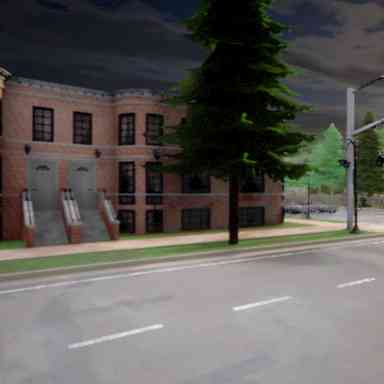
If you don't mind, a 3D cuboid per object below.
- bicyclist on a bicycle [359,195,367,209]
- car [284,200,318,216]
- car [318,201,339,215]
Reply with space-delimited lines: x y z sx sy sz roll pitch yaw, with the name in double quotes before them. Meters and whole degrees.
"bicyclist on a bicycle" 21.022 1.232 40.805 1.656 1.620 0.582 0 0 -29
"car" 9.328 1.540 32.071 1.895 1.301 4.718 0 0 -29
"car" 12.380 1.539 33.785 1.895 1.301 4.718 0 0 -29
